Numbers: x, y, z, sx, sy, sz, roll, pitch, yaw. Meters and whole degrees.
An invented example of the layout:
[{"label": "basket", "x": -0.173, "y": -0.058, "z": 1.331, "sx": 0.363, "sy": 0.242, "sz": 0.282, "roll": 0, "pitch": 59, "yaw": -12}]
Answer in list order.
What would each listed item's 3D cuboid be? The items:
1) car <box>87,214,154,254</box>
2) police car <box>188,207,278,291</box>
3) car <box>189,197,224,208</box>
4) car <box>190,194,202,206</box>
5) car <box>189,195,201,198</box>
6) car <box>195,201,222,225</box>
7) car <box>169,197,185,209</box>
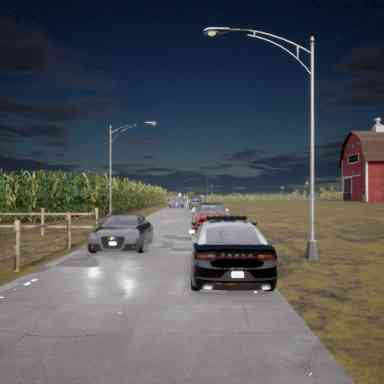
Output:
[{"label": "car", "x": -2.694, "y": 1.574, "z": 13.369, "sx": 1.994, "sy": 1.385, "sz": 4.181, "roll": 0, "pitch": 0, "yaw": 1}, {"label": "police car", "x": 0.931, "y": 1.431, "z": 9.153, "sx": 1.930, "sy": 1.638, "sz": 5.238, "roll": 0, "pitch": 0, "yaw": 1}, {"label": "car", "x": 1.047, "y": 1.367, "z": 19.014, "sx": 2.097, "sy": 1.767, "sz": 4.553, "roll": 0, "pitch": 0, "yaw": 1}, {"label": "car", "x": 0.716, "y": 1.486, "z": 60.644, "sx": 2.150, "sy": 2.045, "sz": 5.566, "roll": 0, "pitch": -1, "yaw": 1}, {"label": "car", "x": 0.559, "y": 1.601, "z": 46.486, "sx": 2.128, "sy": 1.511, "sz": 4.902, "roll": 0, "pitch": 0, "yaw": 1}, {"label": "car", "x": 1.119, "y": 1.529, "z": 25.046, "sx": 1.837, "sy": 1.490, "sz": 4.892, "roll": 0, "pitch": 0, "yaw": 1}, {"label": "car", "x": -2.182, "y": 1.474, "z": 48.009, "sx": 2.097, "sy": 1.767, "sz": 4.553, "roll": 0, "pitch": 0, "yaw": 1}]
